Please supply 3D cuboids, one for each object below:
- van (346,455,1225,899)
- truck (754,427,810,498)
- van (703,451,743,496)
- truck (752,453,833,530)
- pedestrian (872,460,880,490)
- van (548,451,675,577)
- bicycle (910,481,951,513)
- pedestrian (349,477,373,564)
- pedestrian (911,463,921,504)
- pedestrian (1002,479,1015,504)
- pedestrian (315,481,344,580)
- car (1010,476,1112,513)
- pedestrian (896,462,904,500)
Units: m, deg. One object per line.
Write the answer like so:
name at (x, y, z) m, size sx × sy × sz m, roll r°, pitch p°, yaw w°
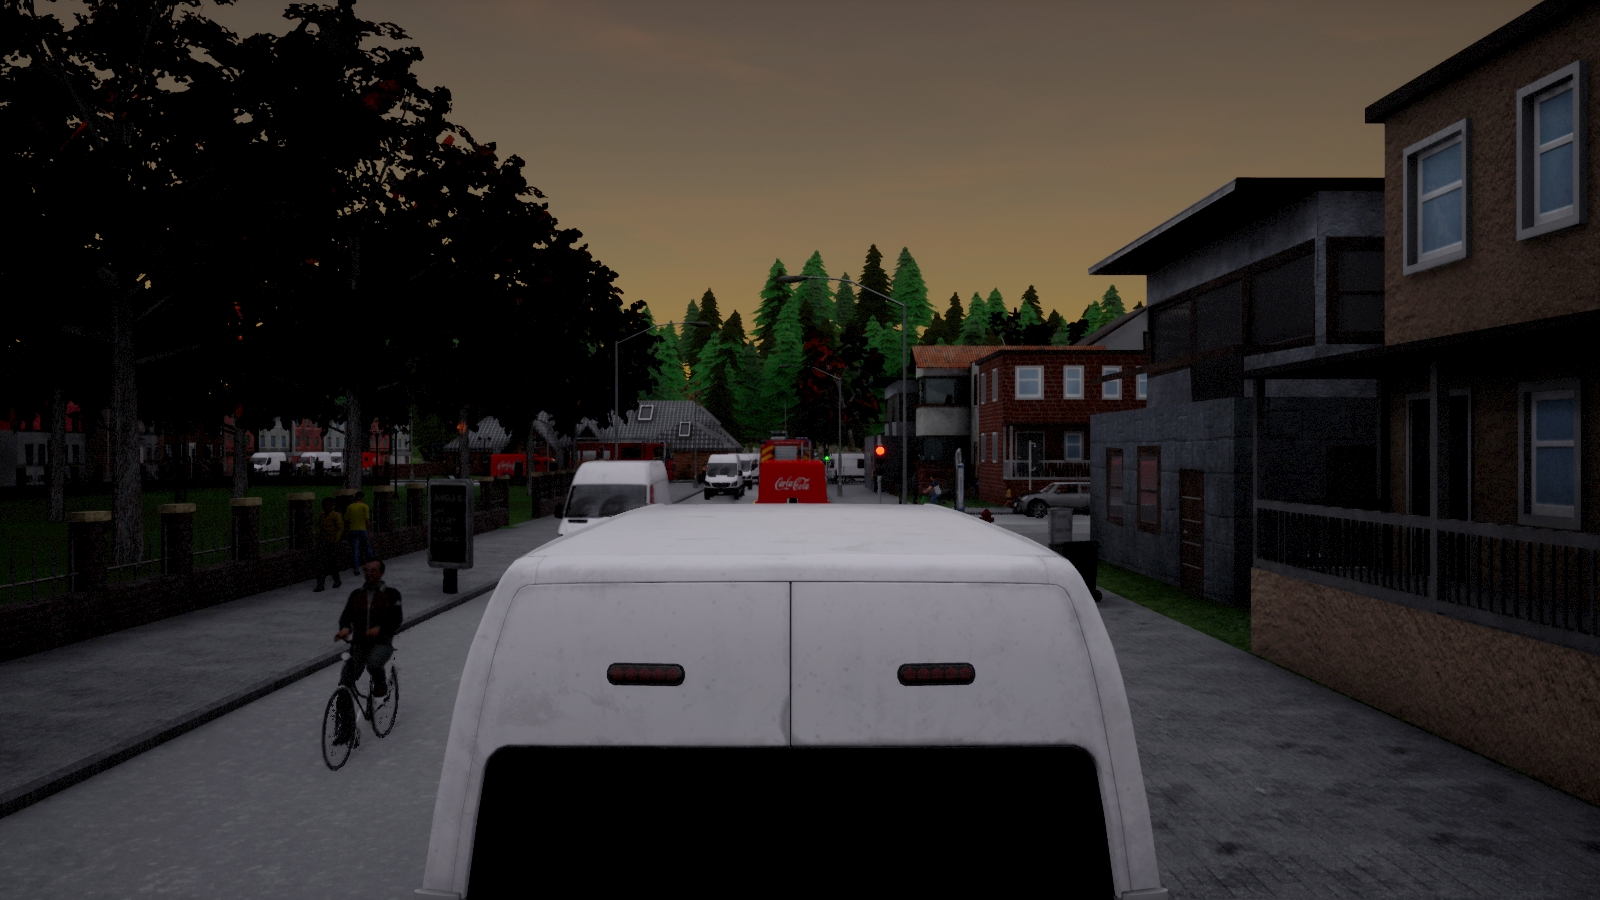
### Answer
van at (-0.041, 1.314, 5.541) m, size 1.988 × 2.561 × 5.915 m, roll 0°, pitch 0°, yaw 0°
truck at (-0.904, 0.670, 65.212) m, size 2.891 × 3.827 × 8.468 m, roll 0°, pitch 0°, yaw 1°
van at (-4.457, 1.314, 66.858) m, size 1.988 × 2.561 × 5.915 m, roll 0°, pitch 0°, yaw 0°
truck at (-0.259, 1.352, 39.647) m, size 2.627 × 2.467 × 5.204 m, roll 0°, pitch 0°, yaw 0°
pedestrian at (4.661, 1.524, 69.897) m, size 0.375 × 1.860 × 0.375 m, roll 0°, pitch 0°, yaw -12°
van at (-4.175, 1.314, 26.249) m, size 1.988 × 2.561 × 5.915 m, roll 0°, pitch 0°, yaw 0°
bicycle at (5.396, 1.936, 47.259) m, size 1.643 × 1.296 × 0.373 m, roll 0°, pitch 0°, yaw -5°
pedestrian at (-9.503, 1.526, 24.712) m, size 0.375 × 1.860 × 0.375 m, roll 0°, pitch 0°, yaw -1°
pedestrian at (5.293, 1.516, 52.293) m, size 0.375 × 1.860 × 0.375 m, roll 0°, pitch 0°, yaw 21°
pedestrian at (9.487, 1.896, 52.042) m, size 0.500 × 1.100 × 0.500 m, roll 0°, pitch 0°, yaw -1°
pedestrian at (-9.001, 1.525, 21.858) m, size 0.375 × 1.860 × 0.375 m, roll 0°, pitch 0°, yaw 9°
car at (10.814, 1.844, 47.528) m, size 3.806 × 1.475 × 1.970 m, roll 0°, pitch 0°, yaw -1°
pedestrian at (4.912, 1.517, 56.243) m, size 0.375 × 1.860 × 0.375 m, roll 0°, pitch 0°, yaw -2°
